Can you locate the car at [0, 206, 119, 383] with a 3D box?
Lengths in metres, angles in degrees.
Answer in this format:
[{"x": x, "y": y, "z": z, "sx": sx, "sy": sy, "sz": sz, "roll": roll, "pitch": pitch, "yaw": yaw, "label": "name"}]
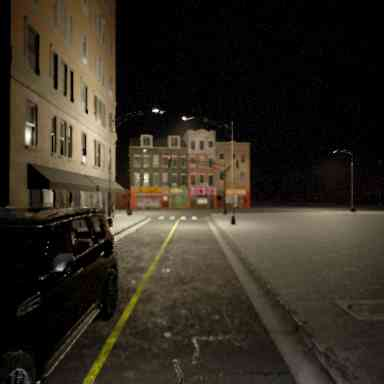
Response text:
[{"x": -2.539, "y": 1.264, "z": 4.540, "sx": 2.150, "sy": 2.045, "sz": 5.566, "roll": 0, "pitch": -1, "yaw": 1, "label": "car"}]
